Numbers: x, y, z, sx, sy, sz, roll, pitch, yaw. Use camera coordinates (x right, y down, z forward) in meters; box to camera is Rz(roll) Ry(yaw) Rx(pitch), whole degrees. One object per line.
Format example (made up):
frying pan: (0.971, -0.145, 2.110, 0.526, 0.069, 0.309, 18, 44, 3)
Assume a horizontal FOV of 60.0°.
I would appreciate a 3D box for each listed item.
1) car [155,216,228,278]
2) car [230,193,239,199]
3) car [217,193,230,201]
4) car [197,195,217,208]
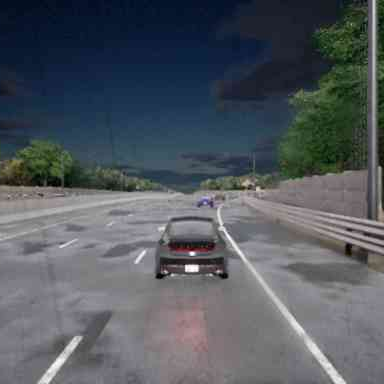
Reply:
car: (-0.002, 1.483, 10.012, 1.837, 1.490, 4.892, 0, 0, 0)
car: (10.786, 0.947, 84.723, 2.033, 1.411, 5.357, 0, 0, 17)
car: (5.615, 0.977, 64.375, 1.837, 1.490, 4.892, 1, 0, 12)
car: (1.793, 1.123, 41.400, 1.812, 1.442, 4.674, 0, 1, 7)
